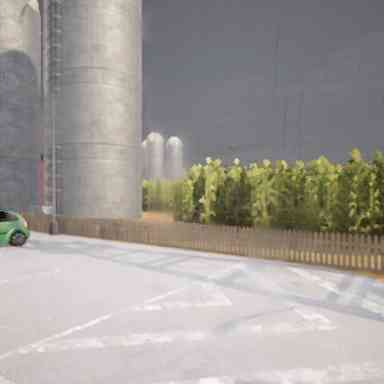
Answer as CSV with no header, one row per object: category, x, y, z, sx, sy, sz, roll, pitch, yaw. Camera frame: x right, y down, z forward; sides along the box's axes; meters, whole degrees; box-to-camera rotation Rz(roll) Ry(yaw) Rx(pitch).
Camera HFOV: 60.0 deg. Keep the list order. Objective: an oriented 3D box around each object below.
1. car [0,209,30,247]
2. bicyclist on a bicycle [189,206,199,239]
car,-8.733,1.504,13.246,1.851,1.617,3.988,0,0,35
bicyclist on a bicycle,0.306,1.533,16.195,0.582,1.620,1.656,-1,4,-35
